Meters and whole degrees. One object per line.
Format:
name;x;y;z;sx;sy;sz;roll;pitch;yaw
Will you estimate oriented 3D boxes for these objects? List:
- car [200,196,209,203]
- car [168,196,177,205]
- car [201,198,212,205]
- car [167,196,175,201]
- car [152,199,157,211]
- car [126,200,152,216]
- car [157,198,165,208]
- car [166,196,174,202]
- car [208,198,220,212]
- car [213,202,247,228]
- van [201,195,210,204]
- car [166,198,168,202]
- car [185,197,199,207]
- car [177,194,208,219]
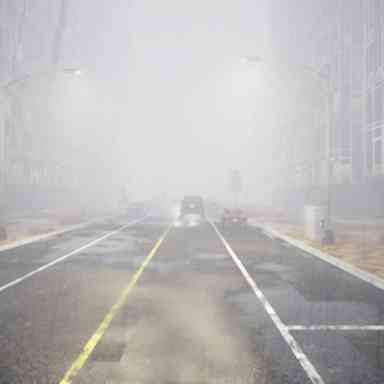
car;2.714;1.696;74.266;1.967;1.590;4.097;0;0;0
car;-3.006;1.734;62.833;1.837;1.490;4.892;0;0;1
car;2.710;1.791;62.880;1.947;1.339;4.313;0;0;0
car;-5.663;1.847;91.356;2.008;1.369;4.403;0;0;0
car;-5.677;1.738;40.122;1.802;1.307;4.206;0;0;0
car;-5.679;1.682;34.428;1.887;1.381;4.507;0;0;0
car;-5.674;1.737;51.506;1.887;1.381;4.507;0;0;0
car;-5.664;1.809;85.492;1.752;1.417;4.829;0;0;0
car;2.703;1.721;40.112;1.947;1.339;4.313;0;0;0
car;2.699;1.641;23.035;1.887;1.381;4.507;0;0;0
van;2.712;1.582;68.575;1.690;1.788;3.998;0;0;0
car;-5.672;1.776;57.199;1.947;1.339;4.313;0;0;0
car;0.020;1.697;55.904;2.128;1.511;4.902;0;0;0
car;0.066;1.335;30.839;2.150;2.045;5.566;0;0;1
